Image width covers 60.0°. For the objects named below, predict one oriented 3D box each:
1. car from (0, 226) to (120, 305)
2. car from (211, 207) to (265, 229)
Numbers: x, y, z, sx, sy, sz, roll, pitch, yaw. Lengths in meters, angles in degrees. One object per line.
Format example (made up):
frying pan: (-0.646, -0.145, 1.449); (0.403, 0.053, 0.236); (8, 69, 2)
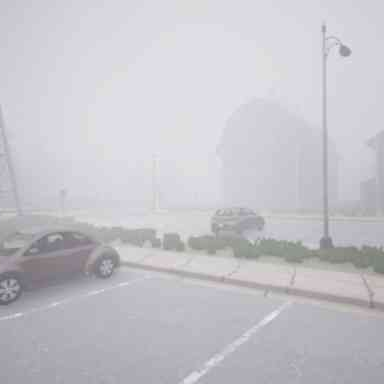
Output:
car: (-3.743, 1.599, 8.249); (1.784, 1.438, 3.905); (-1, 0, 36)
car: (2.730, 1.597, 19.431); (1.816, 1.474, 4.193); (-1, 0, 36)
